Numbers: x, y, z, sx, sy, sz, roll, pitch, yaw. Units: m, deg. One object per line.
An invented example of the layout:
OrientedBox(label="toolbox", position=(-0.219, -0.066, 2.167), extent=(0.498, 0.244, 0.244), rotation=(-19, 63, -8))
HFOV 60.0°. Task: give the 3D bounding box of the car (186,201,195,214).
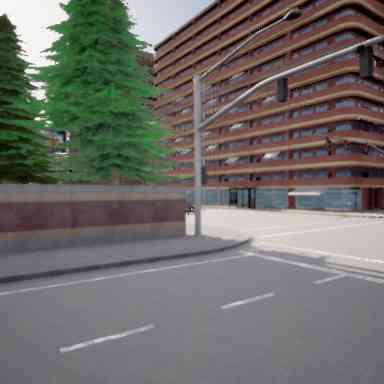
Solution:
OrientedBox(label="car", position=(-1.160, 1.583, 35.132), extent=(1.994, 1.385, 4.181), rotation=(0, 0, -35))
